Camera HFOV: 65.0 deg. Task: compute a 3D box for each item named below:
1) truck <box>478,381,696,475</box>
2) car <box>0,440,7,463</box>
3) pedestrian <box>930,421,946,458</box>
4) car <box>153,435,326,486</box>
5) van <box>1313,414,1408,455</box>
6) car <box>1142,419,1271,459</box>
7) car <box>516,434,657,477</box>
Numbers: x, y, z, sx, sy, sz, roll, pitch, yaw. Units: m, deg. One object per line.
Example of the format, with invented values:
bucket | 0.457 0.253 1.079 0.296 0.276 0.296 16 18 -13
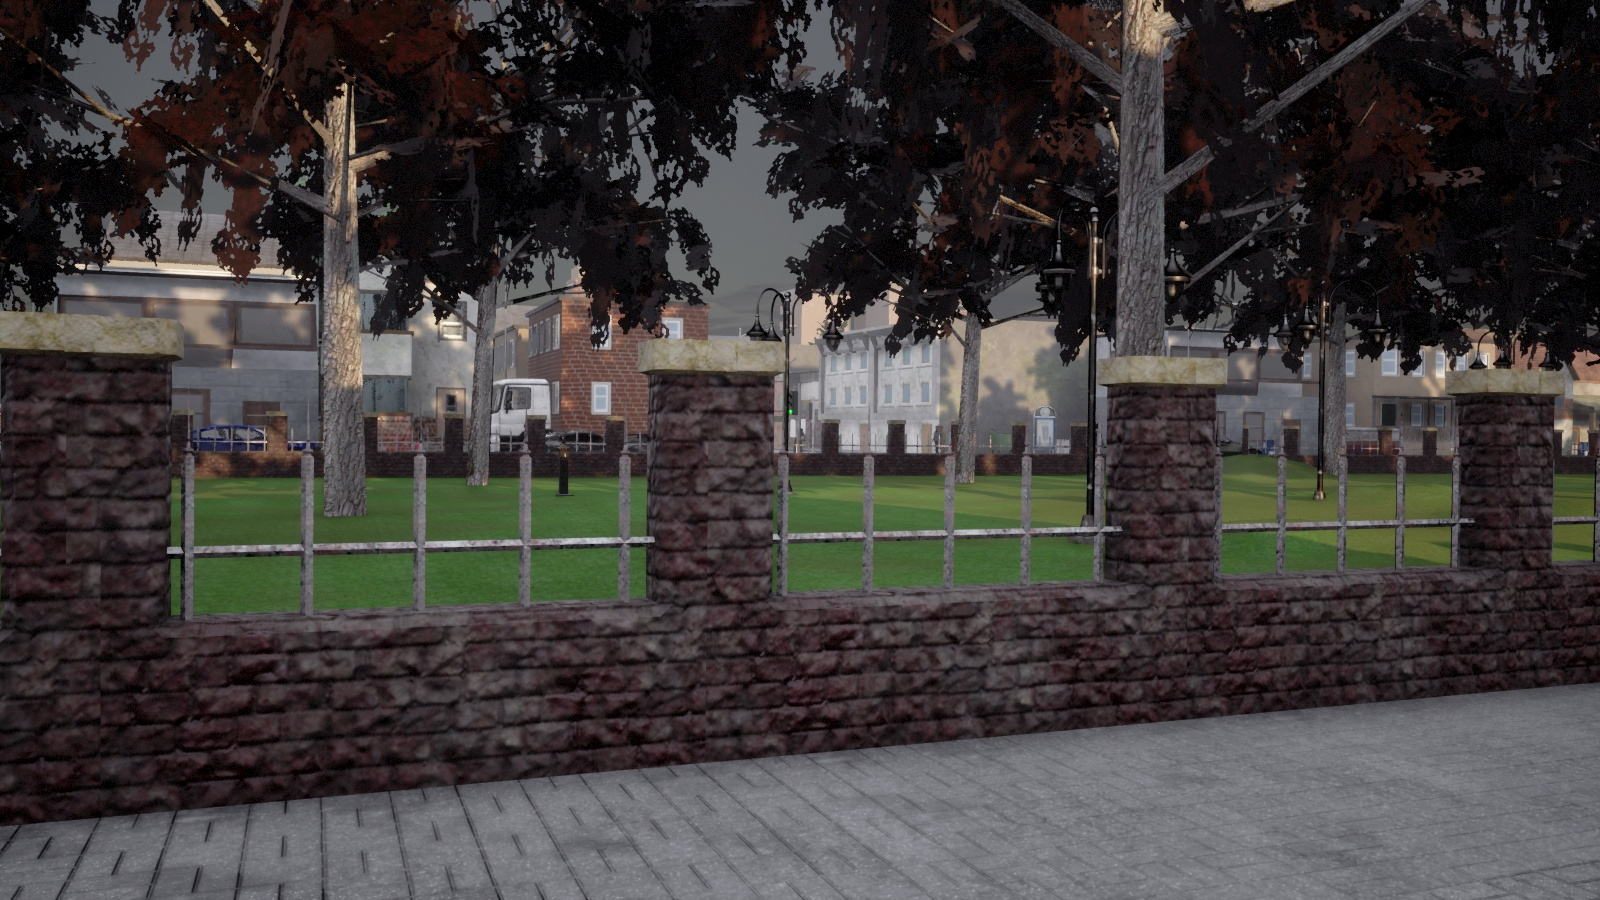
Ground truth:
truck | -8.309 -0.893 49.130 7.936 3.462 2.891 -1 1 -22
car | -50.238 0.141 76.670 2.033 1.411 5.357 -1 1 -21
pedestrian | 7.177 -0.549 65.194 0.423 1.949 0.788 0 1 42
car | -18.199 0.307 40.916 5.008 1.535 1.882 -1 1 -24
van | 28.271 -0.785 63.343 4.442 1.987 1.775 -1 1 -21
car | 17.771 -0.509 54.935 5.027 1.651 2.152 -1 1 -15
car | -7.648 0.173 45.077 4.674 1.442 1.812 -1 1 -23
